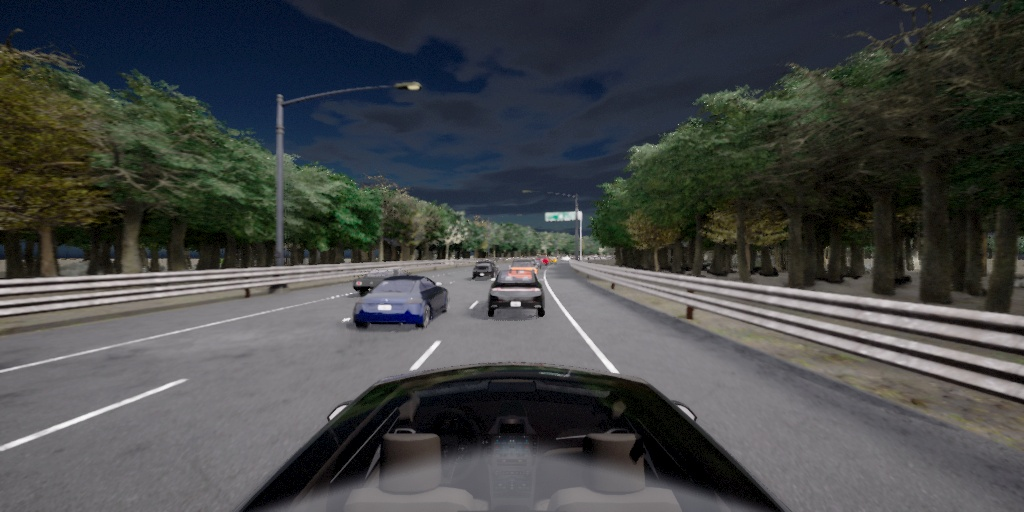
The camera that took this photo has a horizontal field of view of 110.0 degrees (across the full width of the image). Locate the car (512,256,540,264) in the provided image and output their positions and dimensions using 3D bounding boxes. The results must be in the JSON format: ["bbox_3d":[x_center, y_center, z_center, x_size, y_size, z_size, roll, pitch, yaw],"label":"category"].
[{"bbox_3d":[0.798,1.080,26.352,2.097,1.767,4.553,0,0,4],"label":"car"}]

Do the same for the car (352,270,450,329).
[{"bbox_3d":[-3.245,1.299,11.277,1.994,1.385,4.181,0,0,1],"label":"car"}]

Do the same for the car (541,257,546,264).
[{"bbox_3d":[3.692,1.226,55.506,2.033,1.411,5.357,0,0,8],"label":"car"}]

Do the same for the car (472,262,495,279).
[{"bbox_3d":[-2.249,1.220,31.436,1.837,1.490,4.892,0,1,4],"label":"car"}]

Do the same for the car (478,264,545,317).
[{"bbox_3d":[0.191,1.233,13.242,2.128,1.511,4.902,0,0,2],"label":"car"}]

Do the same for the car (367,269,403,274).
[{"bbox_3d":[-6.495,1.321,19.116,1.895,1.301,4.718,0,0,2],"label":"car"}]
